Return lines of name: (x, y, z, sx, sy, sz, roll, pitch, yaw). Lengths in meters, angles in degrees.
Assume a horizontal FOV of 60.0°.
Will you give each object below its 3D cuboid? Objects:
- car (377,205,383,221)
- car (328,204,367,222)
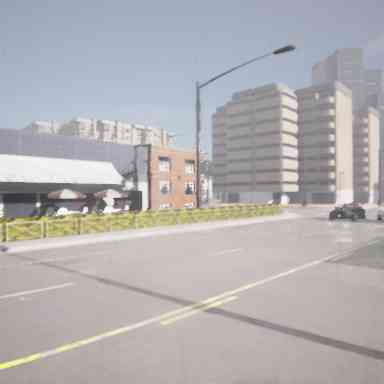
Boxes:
car: (15.348, 1.345, 24.864, 1.812, 1.442, 4.674, -1, 0, 43)
car: (12.786, 1.650, 27.245, 1.994, 1.385, 4.181, -1, 0, 43)
